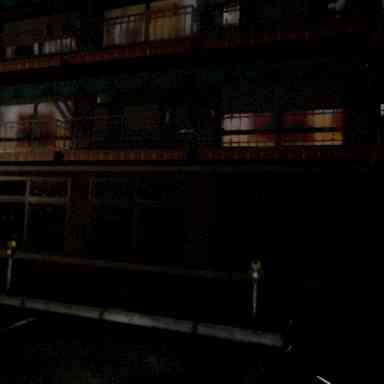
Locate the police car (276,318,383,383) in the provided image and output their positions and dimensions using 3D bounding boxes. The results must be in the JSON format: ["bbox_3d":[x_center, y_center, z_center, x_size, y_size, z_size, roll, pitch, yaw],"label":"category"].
[{"bbox_3d":[3.474,1.762,3.004,5.238,1.638,1.930,1,-4,17],"label":"police car"}]
